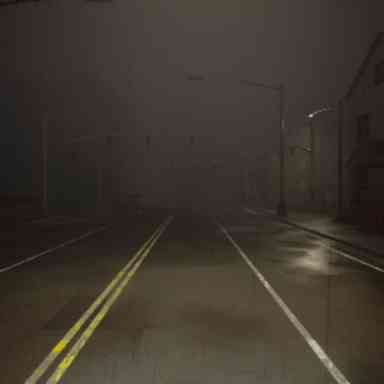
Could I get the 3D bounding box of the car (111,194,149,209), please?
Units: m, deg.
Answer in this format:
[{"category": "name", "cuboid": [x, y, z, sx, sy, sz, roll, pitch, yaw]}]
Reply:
[{"category": "car", "cuboid": [-7.365, 1.052, 39.195, 4.553, 1.767, 2.097, 0, 1, 31]}]
